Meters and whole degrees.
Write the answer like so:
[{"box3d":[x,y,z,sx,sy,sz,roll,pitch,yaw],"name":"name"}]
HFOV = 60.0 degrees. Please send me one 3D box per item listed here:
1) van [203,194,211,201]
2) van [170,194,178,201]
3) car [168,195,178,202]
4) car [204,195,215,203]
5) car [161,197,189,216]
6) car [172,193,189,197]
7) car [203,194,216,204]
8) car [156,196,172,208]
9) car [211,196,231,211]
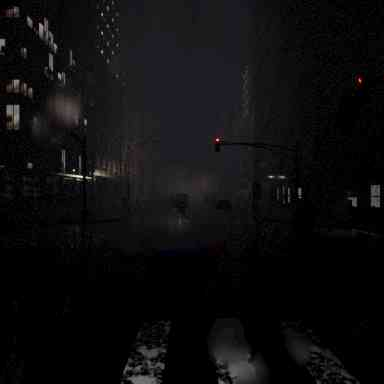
[{"box3d":[3.575,1.321,80.489,1.690,1.788,3.998,0,0,0],"name":"van"},{"box3d":[-4.305,1.321,80.442,1.690,1.788,3.998,0,0,0],"name":"van"},{"box3d":[-4.272,1.426,74.915,1.967,1.590,4.097,0,0,0],"name":"car"},{"box3d":[3.641,1.432,69.434,1.967,1.590,4.097,0,0,0],"name":"car"},{"box3d":[-1.564,1.509,33.190,2.128,1.511,4.902,0,0,-1],"name":"car"},{"box3d":[-1.667,1.228,54.139,2.150,2.045,5.566,0,0,0],"name":"car"},{"box3d":[3.674,1.313,63.906,2.192,1.841,5.009,0,0,0],"name":"car"},{"box3d":[-4.107,1.593,47.277,1.802,1.307,4.206,0,0,0],"name":"car"},{"box3d":[3.855,1.579,41.797,1.947,1.339,4.313,0,0,0],"name":"car"}]
